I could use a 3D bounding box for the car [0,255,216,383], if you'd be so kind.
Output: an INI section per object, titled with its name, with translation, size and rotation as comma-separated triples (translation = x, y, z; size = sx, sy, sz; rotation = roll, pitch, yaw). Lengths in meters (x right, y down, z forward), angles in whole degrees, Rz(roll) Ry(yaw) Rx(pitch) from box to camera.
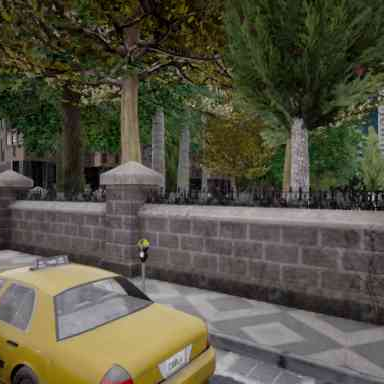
[car]
translation = -2.027, 1.525, 4.404
size = 4.829, 1.417, 1.752
rotation = 0, 0, 35
